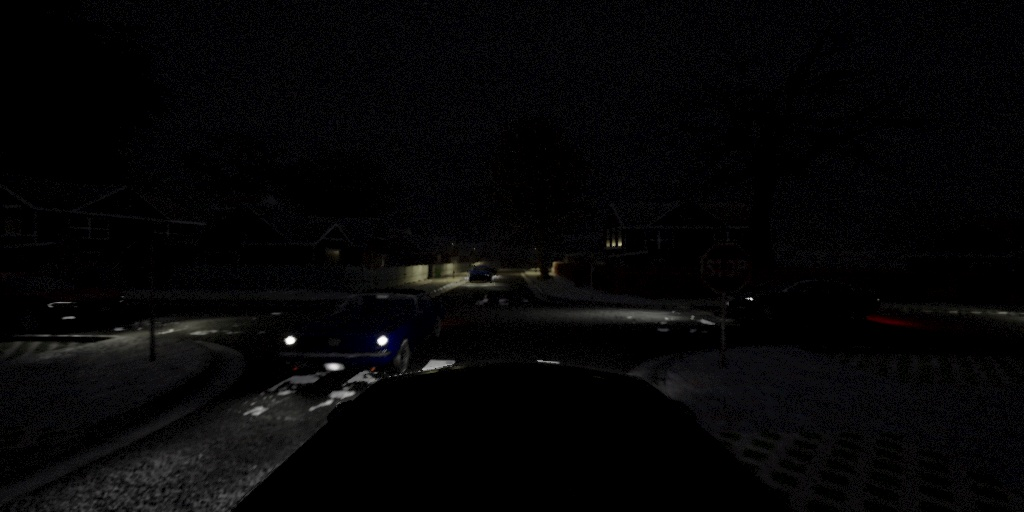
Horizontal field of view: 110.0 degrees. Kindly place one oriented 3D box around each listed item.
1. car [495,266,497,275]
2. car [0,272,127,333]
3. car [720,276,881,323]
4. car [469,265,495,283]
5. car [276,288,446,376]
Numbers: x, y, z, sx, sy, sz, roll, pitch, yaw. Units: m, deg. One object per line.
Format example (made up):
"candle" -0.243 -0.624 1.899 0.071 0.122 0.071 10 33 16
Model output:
"car" -2.989 1.874 48.324 1.895 1.301 4.718 0 -1 0
"car" -14.032 1.216 10.207 5.008 1.535 1.882 0 0 1
"car" 10.320 1.503 13.055 4.902 1.511 2.128 1 0 2
"car" -2.842 1.617 33.057 1.882 1.535 5.008 0 0 0
"car" -2.761 1.420 7.764 1.895 1.301 4.718 0 0 0
